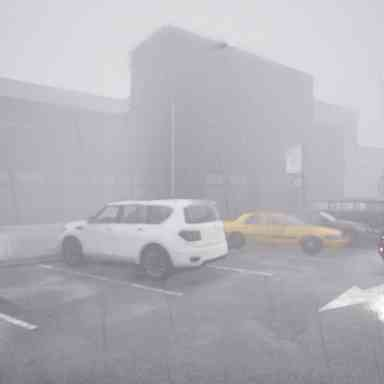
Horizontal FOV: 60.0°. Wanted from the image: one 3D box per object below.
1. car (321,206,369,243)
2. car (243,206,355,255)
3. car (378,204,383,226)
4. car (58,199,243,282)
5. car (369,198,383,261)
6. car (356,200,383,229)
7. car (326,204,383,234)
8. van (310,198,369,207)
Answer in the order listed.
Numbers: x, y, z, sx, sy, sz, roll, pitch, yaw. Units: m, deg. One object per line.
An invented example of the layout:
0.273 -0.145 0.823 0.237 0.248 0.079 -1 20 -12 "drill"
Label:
5.665 1.548 15.376 4.674 1.452 2.002 -1 -1 34 "car"
3.401 1.500 13.489 5.366 1.575 1.946 -1 -1 34 "car"
15.362 1.562 22.469 4.674 1.452 2.002 -1 -1 34 "car"
-1.624 1.248 10.039 5.566 2.045 2.435 -1 -1 34 "car"
8.125 1.234 10.505 5.566 2.045 2.150 0 0 -36 "car"
12.914 1.393 20.721 4.553 1.767 2.185 -1 -1 34 "car"
10.514 1.514 18.914 5.008 1.535 2.097 -1 -1 34 "car"
7.987 1.287 17.211 4.442 1.987 1.878 -1 -1 34 "van"
